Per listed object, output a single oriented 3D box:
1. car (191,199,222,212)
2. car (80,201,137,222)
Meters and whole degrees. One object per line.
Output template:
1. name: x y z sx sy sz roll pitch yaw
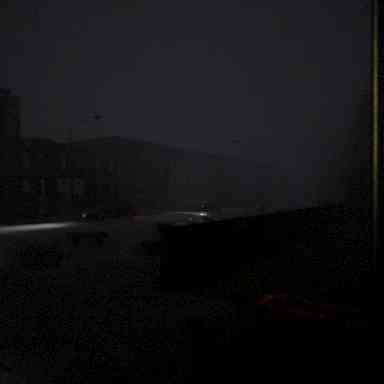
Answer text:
1. car: 1.735 1.517 38.025 1.812 1.442 4.674 0 0 35
2. car: -6.524 1.482 26.488 2.128 1.511 4.902 0 0 36
